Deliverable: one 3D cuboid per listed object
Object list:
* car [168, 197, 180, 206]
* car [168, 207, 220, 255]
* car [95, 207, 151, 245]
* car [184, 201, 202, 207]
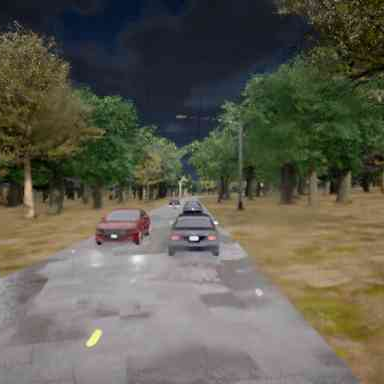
[{"bbox_3d":[-3.035,1.634,57.876,2.033,1.411,5.357,0,0,1],"label":"car"},{"bbox_3d":[0.077,1.554,13.304,2.033,1.411,5.357,0,0,0],"label":"car"},{"bbox_3d":[-3.098,1.486,15.719,1.882,1.535,5.008,0,0,0],"label":"car"},{"bbox_3d":[0.102,1.594,34.053,1.994,1.385,4.181,0,0,0],"label":"car"}]
